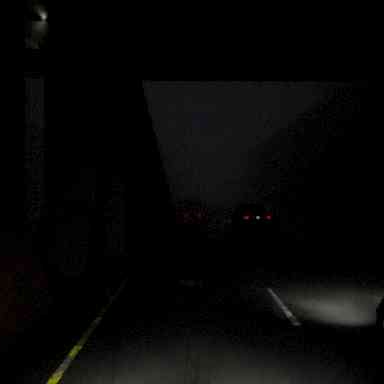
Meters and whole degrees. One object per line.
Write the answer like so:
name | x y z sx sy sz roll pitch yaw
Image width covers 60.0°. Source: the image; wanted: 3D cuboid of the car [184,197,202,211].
car | 0.093 1.336 37.211 1.812 1.442 4.674 0 0 0

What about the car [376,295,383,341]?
car | 3.599 1.510 2.903 1.812 1.442 4.674 0 0 0

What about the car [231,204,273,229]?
car | 3.594 1.442 20.673 2.033 1.411 5.357 0 0 0
